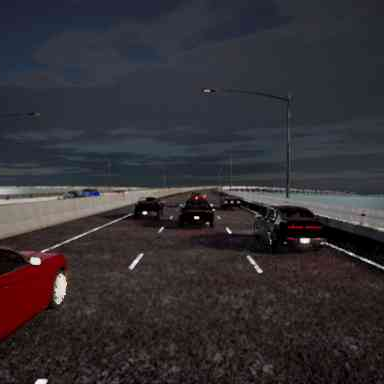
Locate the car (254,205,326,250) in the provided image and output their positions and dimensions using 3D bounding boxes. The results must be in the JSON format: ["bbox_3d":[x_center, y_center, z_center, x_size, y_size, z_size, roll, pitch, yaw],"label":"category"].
[{"bbox_3d":[3.694,1.300,13.212,1.837,1.490,4.892,0,1,1],"label":"car"}]

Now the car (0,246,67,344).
[{"bbox_3d":[-3.371,1.408,4.533,1.882,1.535,5.008,0,1,0],"label":"car"}]

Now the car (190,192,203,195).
[{"bbox_3d":[0.554,0.756,38.625,2.097,1.767,4.553,0,1,1],"label":"car"}]

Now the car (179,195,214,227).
[{"bbox_3d":[0.268,1.172,19.952,1.882,1.535,5.008,0,1,1],"label":"car"}]

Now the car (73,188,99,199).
[{"bbox_3d":[-16.799,0.392,54.144,2.150,2.045,5.566,0,1,2],"label":"car"}]

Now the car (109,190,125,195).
[{"bbox_3d":[-13.165,0.448,58.780,2.097,1.767,4.553,0,1,2],"label":"car"}]

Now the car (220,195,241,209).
[{"bbox_3d":[3.989,1.005,35.137,2.033,1.411,5.357,0,1,1],"label":"car"}]

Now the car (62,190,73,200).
[{"bbox_3d":[-20.229,0.490,56.341,2.097,1.767,4.553,0,1,2],"label":"car"}]

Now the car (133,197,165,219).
[{"bbox_3d":[-3.167,1.123,25.024,1.837,1.490,4.892,0,1,1],"label":"car"}]
